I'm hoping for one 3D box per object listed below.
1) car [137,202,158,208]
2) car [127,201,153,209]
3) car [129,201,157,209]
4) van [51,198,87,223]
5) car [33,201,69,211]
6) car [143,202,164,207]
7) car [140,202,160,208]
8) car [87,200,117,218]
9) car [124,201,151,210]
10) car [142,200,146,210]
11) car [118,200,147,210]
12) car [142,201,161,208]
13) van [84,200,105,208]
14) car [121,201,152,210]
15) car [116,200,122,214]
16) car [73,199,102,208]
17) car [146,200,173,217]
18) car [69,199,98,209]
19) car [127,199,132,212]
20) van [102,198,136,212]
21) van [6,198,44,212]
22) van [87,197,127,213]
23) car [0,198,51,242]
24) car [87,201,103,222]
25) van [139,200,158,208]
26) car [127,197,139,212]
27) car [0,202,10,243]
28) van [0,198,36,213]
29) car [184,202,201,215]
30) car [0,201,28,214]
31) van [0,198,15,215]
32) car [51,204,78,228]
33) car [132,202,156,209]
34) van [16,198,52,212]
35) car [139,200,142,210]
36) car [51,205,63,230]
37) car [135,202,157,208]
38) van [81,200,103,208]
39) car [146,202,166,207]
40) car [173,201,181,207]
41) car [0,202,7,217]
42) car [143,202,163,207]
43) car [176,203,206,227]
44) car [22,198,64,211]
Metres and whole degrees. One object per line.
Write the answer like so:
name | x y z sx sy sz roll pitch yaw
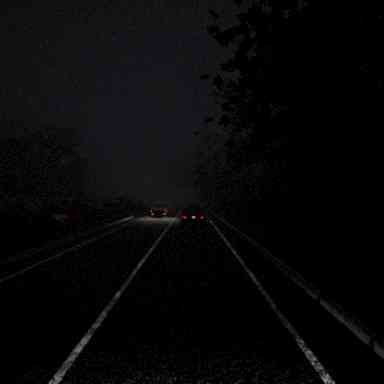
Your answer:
car | -10.295 3.012 77.298 4.792 1.488 2.163 0 -2 0
car | -10.333 2.648 66.200 4.892 1.521 2.231 0 -2 0
car | -10.141 2.728 68.974 5.366 1.575 1.946 0 -2 0
van | -10.450 1.461 24.592 4.442 1.987 1.878 0 -1 0
car | -23.403 2.315 55.228 5.008 1.535 2.097 0 -2 0
car | -10.508 3.419 91.165 5.366 1.575 1.946 0 -2 0
car | -10.353 3.179 82.849 4.792 1.488 2.163 0 -2 0
car | -10.302 1.834 32.915 4.792 1.488 2.163 0 -1 0
car | -10.321 2.564 63.425 4.892 1.521 2.231 0 -2 0
car | -10.323 2.228 52.325 5.008 1.535 2.097 0 -2 0
car | -10.297 2.270 57.879 4.553 1.767 2.185 0 -2 0
car | -10.354 3.111 85.625 4.553 1.767 2.185 0 -2 0
van | -23.520 2.842 80.156 4.442 1.987 1.878 0 -2 0
car | -10.142 2.476 60.650 5.366 1.575 1.946 0 -2 0
car | -10.334 1.884 35.692 4.674 1.452 2.002 0 -1 0
car | -23.377 2.649 74.620 5.566 2.045 2.435 0 -2 0
car | -3.358 1.860 35.704 1.882 1.535 5.008 0 -1 0
car | -23.377 2.566 71.851 5.566 2.045 2.435 0 -2 0
car | -10.360 1.952 41.250 4.792 1.488 2.163 0 -1 0
van | -10.213 1.834 46.782 4.442 1.987 1.878 0 -2 0
van | -23.526 1.838 46.928 4.442 1.987 1.878 0 -2 0
van | -10.215 1.657 38.472 4.442 1.987 1.878 0 -1 0
car | -10.307 1.318 16.265 5.566 2.045 2.435 0 -1 0
car | -10.339 1.726 27.365 5.008 1.535 2.097 0 -1 0
van | -10.441 2.840 80.081 4.442 1.987 1.878 0 -2 0
car | -10.359 1.725 44.008 5.566 2.045 2.435 0 -2 0
car | -10.367 1.408 13.491 4.553 1.767 2.185 0 -1 0
van | -23.294 1.751 44.027 4.442 1.987 1.878 0 -1 0
car | 0.082 2.060 42.234 2.033 1.411 5.357 0 -1 0
car | -23.416 1.924 41.403 5.008 1.535 2.097 0 -1 0
van | -23.294 1.659 38.636 4.442 1.987 1.878 0 -1 0
car | -10.337 1.688 21.812 4.674 1.452 2.002 0 -1 0
car | -10.296 2.844 71.749 4.792 1.488 2.163 0 -2 0
van | -23.526 1.918 49.572 4.442 1.987 1.878 0 -2 0
car | -10.332 2.184 49.549 4.674 1.452 2.002 0 -2 0
car | -10.364 1.638 19.037 4.792 1.488 2.163 0 -1 0
car | -10.296 2.928 74.524 4.792 1.488 2.163 0 -2 0
van | -23.288 2.759 77.387 4.442 1.987 1.878 0 -2 0
car | -10.136 3.516 93.816 5.366 1.575 1.946 0 -2 0
car | -3.324 2.854 76.933 2.033 1.411 5.357 0 -2 0
car | -23.227 1.843 35.865 5.366 1.575 1.946 0 -1 0
car | -10.317 3.327 88.399 4.892 1.521 2.231 0 -2 0
car | 0.092 1.747 24.549 2.033 1.411 5.357 0 -1 0
car | -23.380 1.977 52.342 5.566 2.045 2.435 0 -2 0
